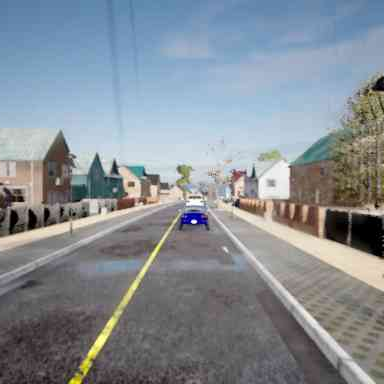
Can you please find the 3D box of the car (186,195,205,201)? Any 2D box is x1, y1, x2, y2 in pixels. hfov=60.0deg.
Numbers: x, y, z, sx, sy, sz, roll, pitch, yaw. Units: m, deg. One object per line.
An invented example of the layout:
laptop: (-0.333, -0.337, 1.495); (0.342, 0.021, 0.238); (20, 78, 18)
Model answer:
car: (0.397, 1.338, 42.519); (2.150, 2.045, 5.566); (0, 0, 1)

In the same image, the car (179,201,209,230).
car: (0.135, 1.545, 21.348); (1.812, 1.442, 4.674); (0, 0, 0)
